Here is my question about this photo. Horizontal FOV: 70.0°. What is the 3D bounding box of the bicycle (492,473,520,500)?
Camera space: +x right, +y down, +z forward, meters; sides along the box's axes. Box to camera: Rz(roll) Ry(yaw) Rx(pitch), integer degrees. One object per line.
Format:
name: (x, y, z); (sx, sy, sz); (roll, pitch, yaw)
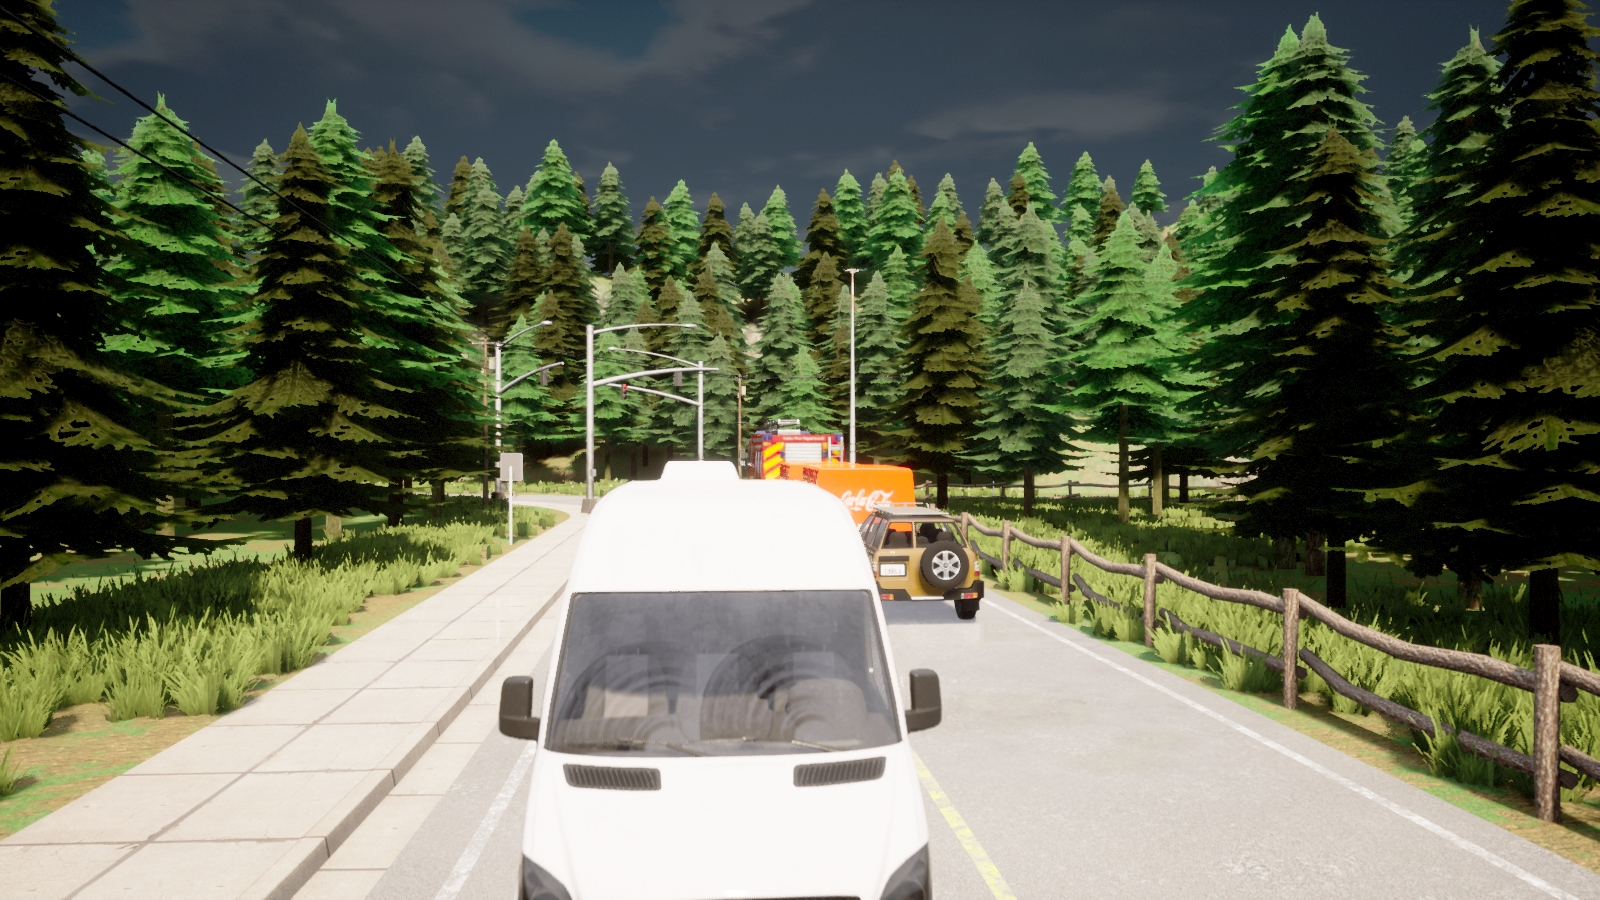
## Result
bicycle: (-16.458, 2.030, 63.922); (1.835, 1.471, 0.329); (0, 0, 34)

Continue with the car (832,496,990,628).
car: (1.807, 1.836, 20.134); (1.932, 1.855, 4.605); (0, 0, -5)

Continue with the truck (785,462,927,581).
truck: (1.158, 1.540, 26.864); (2.627, 2.467, 5.204); (0, 0, -5)

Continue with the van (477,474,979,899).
van: (-0.521, 1.499, 7.483); (1.988, 2.561, 5.915); (0, 0, -5)

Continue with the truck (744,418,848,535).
truck: (-0.328, 0.861, 41.731); (2.891, 3.827, 8.468); (0, 0, -6)
